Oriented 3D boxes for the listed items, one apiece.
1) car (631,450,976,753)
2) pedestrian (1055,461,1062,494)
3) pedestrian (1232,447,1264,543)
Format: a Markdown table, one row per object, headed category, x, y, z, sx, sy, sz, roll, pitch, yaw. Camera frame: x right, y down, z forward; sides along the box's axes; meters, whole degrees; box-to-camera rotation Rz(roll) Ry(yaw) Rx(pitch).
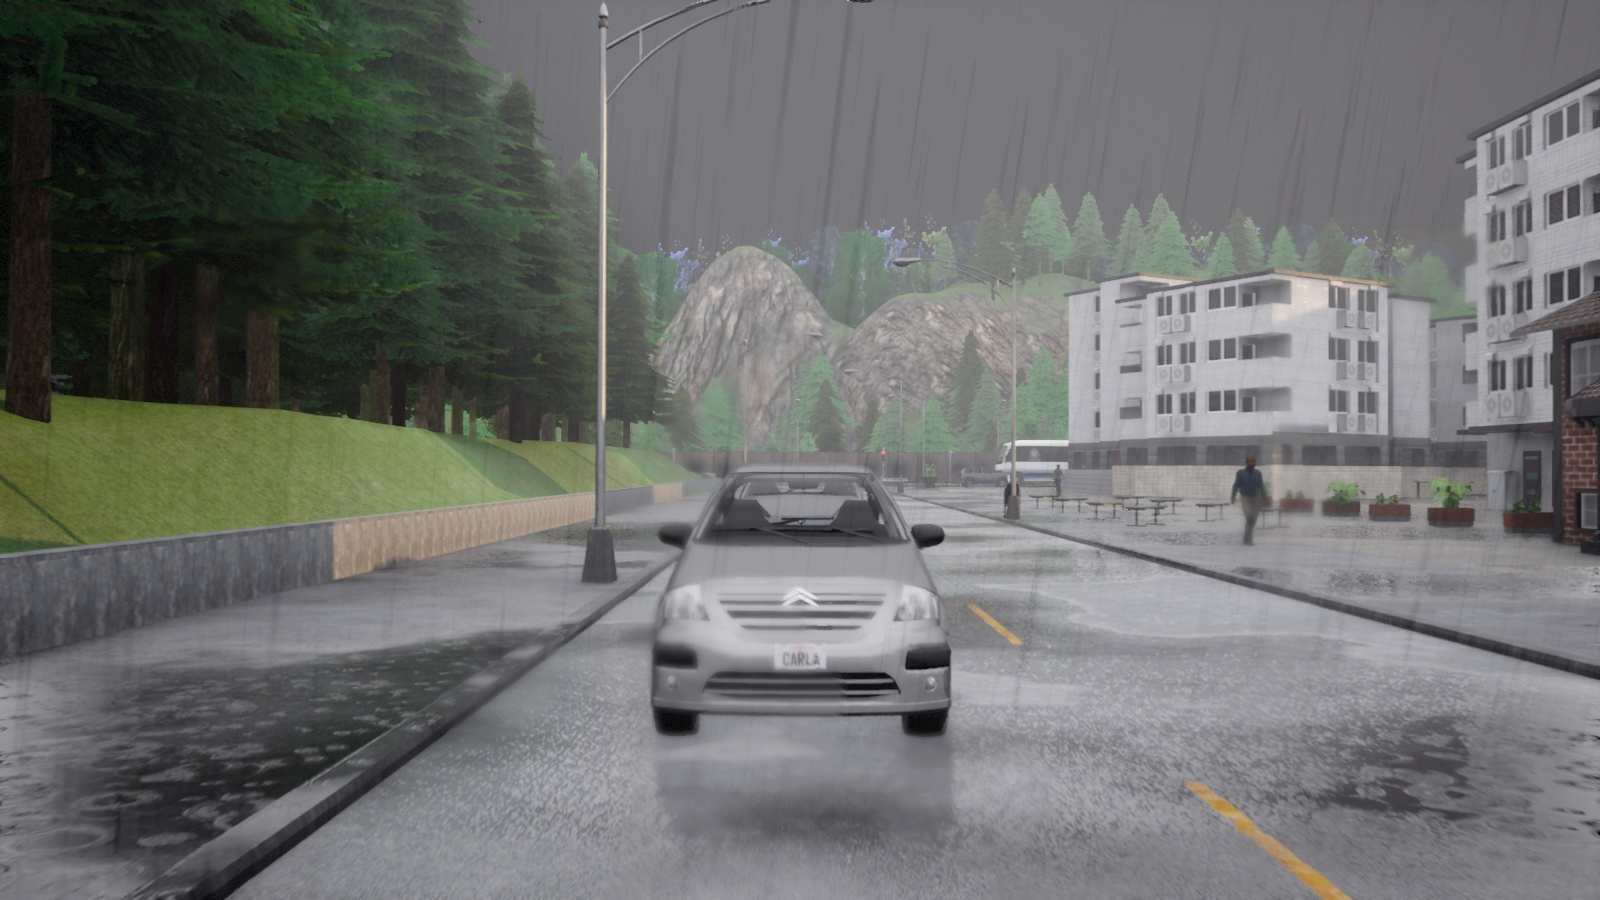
| category | x | y | z | sx | sy | sz | roll | pitch | yaw |
| --- | --- | --- | --- | --- | --- | --- | --- | --- | --- |
| car | 0.018 | 0.843 | 8.739 | 1.851 | 1.617 | 3.988 | 0 | -1 | 0 |
| pedestrian | 14.507 | 1.535 | 70.426 | 0.328 | 1.805 | 0.869 | 0 | -1 | 9 |
| pedestrian | 8.697 | 0.857 | 24.376 | 0.370 | 1.835 | 0.726 | 0 | -1 | 3 |
